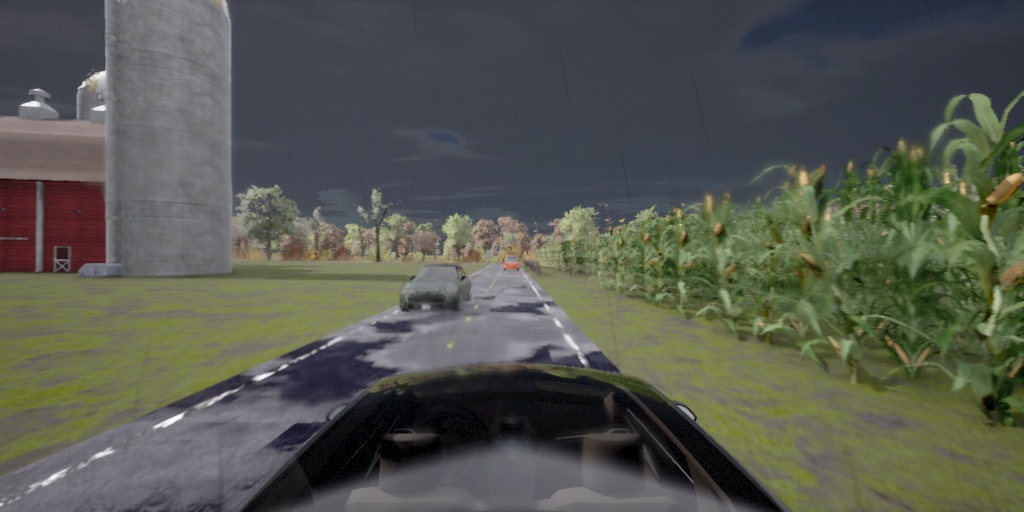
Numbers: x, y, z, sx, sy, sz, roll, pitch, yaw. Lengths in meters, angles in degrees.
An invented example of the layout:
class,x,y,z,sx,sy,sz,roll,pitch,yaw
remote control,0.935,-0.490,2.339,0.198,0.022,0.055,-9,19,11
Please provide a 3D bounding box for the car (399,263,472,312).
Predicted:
class,x,y,z,sx,sy,sz,roll,pitch,yaw
car,-2.819,1.099,14.124,2.097,1.767,4.553,0,0,0

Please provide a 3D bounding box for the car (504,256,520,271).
class,x,y,z,sx,sy,sz,roll,pitch,yaw
car,-0.060,1.093,48.672,2.097,1.767,4.553,0,0,0
